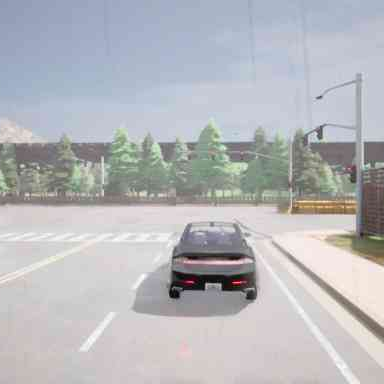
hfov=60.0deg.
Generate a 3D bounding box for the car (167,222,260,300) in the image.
[{"bbox_3d":[0.510,1.489,8.397,2.128,1.511,4.902,0,0,3],"label":"car"}]

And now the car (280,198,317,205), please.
[{"bbox_3d":[13.492,1.481,41.539,4.902,1.511,2.128,0,0,2],"label":"car"}]
